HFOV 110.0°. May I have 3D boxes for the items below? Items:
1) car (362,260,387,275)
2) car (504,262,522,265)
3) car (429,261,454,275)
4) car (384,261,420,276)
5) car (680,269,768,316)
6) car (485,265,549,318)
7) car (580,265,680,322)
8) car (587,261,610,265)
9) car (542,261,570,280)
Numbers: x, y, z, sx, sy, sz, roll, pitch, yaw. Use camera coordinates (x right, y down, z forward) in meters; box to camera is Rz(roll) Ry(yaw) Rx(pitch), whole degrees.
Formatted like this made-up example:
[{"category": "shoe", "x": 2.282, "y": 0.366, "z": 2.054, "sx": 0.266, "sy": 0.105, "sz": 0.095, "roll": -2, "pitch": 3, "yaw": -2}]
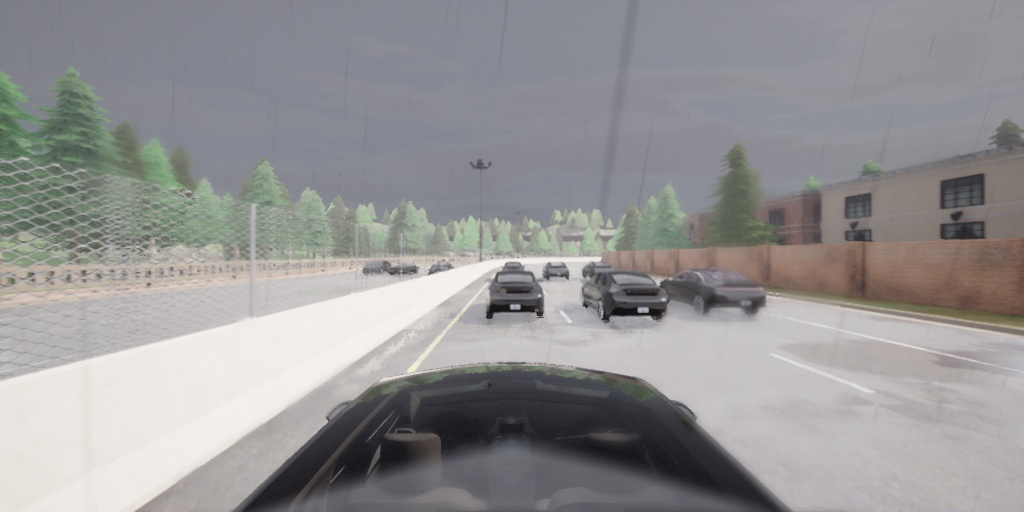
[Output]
[{"category": "car", "x": -14.099, "y": 1.179, "z": 37.932, "sx": 1.837, "sy": 1.490, "sz": 4.892, "roll": 0, "pitch": 0, "yaw": 0}, {"category": "car", "x": 0.090, "y": 1.196, "z": 29.943, "sx": 1.837, "sy": 1.490, "sz": 4.892, "roll": 0, "pitch": 0, "yaw": 0}, {"category": "car", "x": -7.102, "y": 1.241, "z": 36.572, "sx": 1.994, "sy": 1.385, "sz": 4.181, "roll": 0, "pitch": 0, "yaw": 0}, {"category": "car", "x": -10.609, "y": 1.280, "z": 35.502, "sx": 1.895, "sy": 1.301, "sz": 4.718, "roll": 0, "pitch": 0, "yaw": 0}, {"category": "car", "x": 7.096, "y": 1.218, "z": 13.289, "sx": 2.128, "sy": 1.511, "sz": 4.902, "roll": 0, "pitch": 0, "yaw": 0}, {"category": "car", "x": 0.096, "y": 1.232, "z": 12.866, "sx": 1.837, "sy": 1.490, "sz": 4.892, "roll": 0, "pitch": 0, "yaw": 0}, {"category": "car", "x": 3.596, "y": 1.233, "z": 12.244, "sx": 1.837, "sy": 1.490, "sz": 4.892, "roll": 0, "pitch": 0, "yaw": 0}, {"category": "car", "x": 7.089, "y": 1.184, "z": 29.847, "sx": 2.128, "sy": 1.511, "sz": 4.902, "roll": 0, "pitch": 0, "yaw": 0}, {"category": "car", "x": 3.589, "y": 1.183, "z": 29.839, "sx": 2.128, "sy": 1.511, "sz": 4.902, "roll": 0, "pitch": 0, "yaw": 0}]
